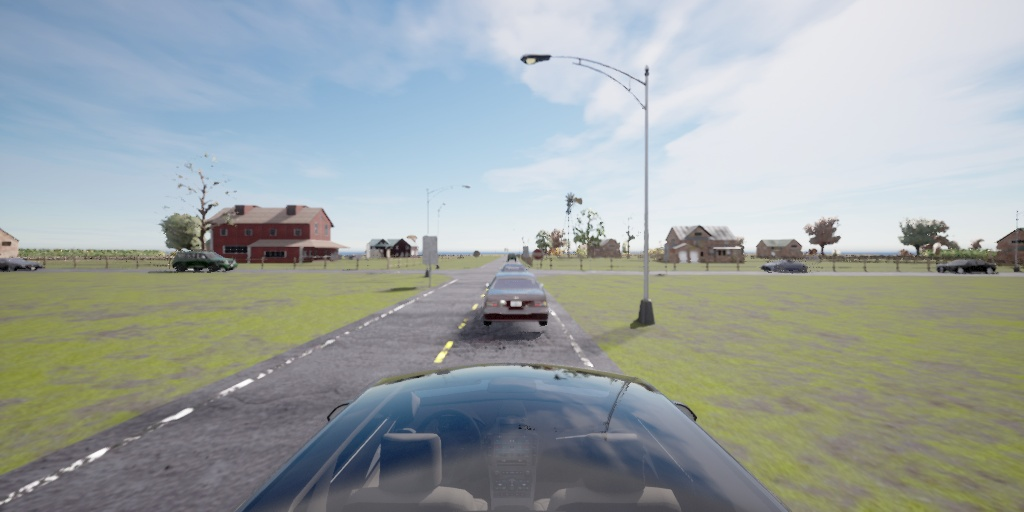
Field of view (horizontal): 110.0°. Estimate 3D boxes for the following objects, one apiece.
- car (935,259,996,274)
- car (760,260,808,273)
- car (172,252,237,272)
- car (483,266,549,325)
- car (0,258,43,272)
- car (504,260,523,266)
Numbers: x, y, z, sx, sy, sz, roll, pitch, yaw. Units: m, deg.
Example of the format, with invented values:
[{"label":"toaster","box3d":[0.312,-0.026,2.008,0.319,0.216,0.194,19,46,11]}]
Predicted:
[{"label":"car","box3d":[49.147,1.124,38.898,5.008,1.535,1.882,0,1,0]},{"label":"car","box3d":[29.649,1.099,39.141,4.181,1.385,1.994,0,1,1]},{"label":"car","box3d":[-31.392,0.582,36.658,5.566,2.045,2.150,0,1,0]},{"label":"car","box3d":[0.094,1.214,11.453,2.033,1.411,5.357,0,1,0]},{"label":"car","box3d":[-51.916,0.865,36.917,5.357,1.411,2.033,0,1,0]},{"label":"car","box3d":[0.099,1.145,21.425,1.994,1.385,4.181,0,0,0]}]
